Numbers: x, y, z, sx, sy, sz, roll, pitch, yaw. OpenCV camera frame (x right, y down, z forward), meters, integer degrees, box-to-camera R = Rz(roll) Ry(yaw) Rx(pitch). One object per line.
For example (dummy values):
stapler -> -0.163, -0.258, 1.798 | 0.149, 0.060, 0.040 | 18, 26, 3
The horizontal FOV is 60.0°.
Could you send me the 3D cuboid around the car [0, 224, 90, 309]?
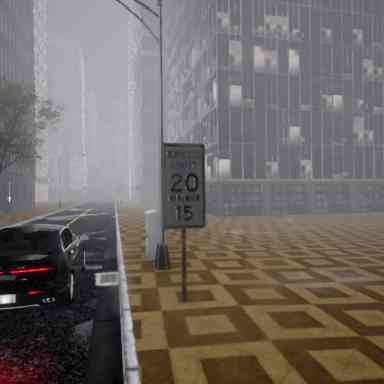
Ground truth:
car -> -3.608, 1.509, 7.811 | 1.837, 1.490, 4.892 | -1, 0, -13
